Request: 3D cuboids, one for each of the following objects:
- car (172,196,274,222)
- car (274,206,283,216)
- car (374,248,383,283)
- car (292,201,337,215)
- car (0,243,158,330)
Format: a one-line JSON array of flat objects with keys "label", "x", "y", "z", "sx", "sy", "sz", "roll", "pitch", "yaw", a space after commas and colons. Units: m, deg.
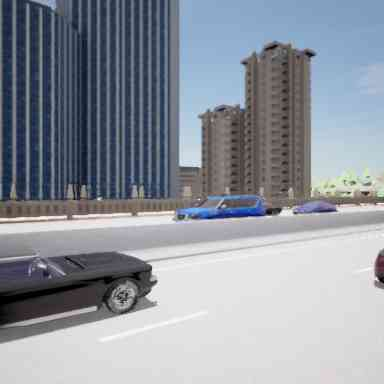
[{"label": "car", "x": 1.615, "y": 1.221, "z": 18.044, "sx": 5.566, "sy": 2.045, "sz": 2.150, "roll": 0, "pitch": 0, "yaw": -35}, {"label": "car", "x": 5.829, "y": 1.601, "z": 29.647, "sx": 4.718, "sy": 1.301, "sz": 1.895, "roll": 0, "pitch": 0, "yaw": -35}, {"label": "car", "x": 6.409, "y": 1.564, "z": 8.320, "sx": 4.181, "sy": 1.385, "sz": 1.994, "roll": 0, "pitch": 0, "yaw": -36}, {"label": "car", "x": 10.720, "y": 1.526, "z": 28.834, "sx": 4.674, "sy": 1.442, "sz": 1.812, "roll": 0, "pitch": 0, "yaw": -35}, {"label": "car", "x": -3.014, "y": 1.600, "z": 5.896, "sx": 4.718, "sy": 1.301, "sz": 1.895, "roll": 0, "pitch": 0, "yaw": -36}]
